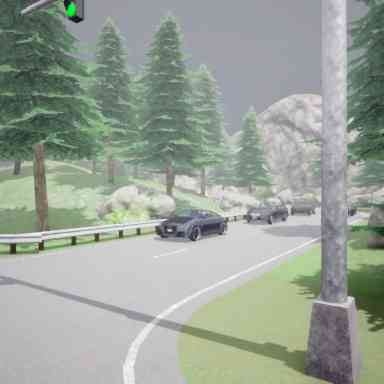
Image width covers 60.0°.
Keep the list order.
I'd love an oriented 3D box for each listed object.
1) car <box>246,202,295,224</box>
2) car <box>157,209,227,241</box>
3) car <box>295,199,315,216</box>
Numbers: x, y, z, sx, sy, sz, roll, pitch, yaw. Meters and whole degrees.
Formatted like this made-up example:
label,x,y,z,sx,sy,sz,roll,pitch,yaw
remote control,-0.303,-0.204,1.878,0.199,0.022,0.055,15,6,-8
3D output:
label,x,y,z,sx,sy,sz,roll,pitch,yaw
car,5.734,1.507,25.066,2.128,1.511,4.902,0,0,35
car,0.111,1.579,16.863,1.994,1.385,4.181,0,0,34
car,11.294,1.520,33.638,1.837,1.490,4.892,0,0,27
